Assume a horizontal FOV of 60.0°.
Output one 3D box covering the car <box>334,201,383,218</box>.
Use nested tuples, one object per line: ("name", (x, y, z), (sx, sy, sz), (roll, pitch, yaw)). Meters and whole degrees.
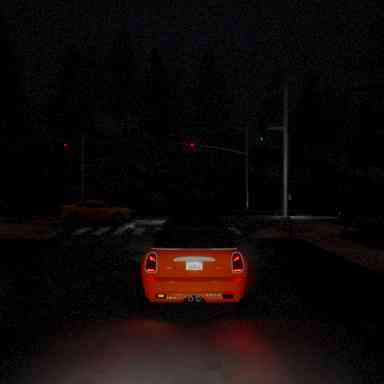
("car", (14.342, 1.438, 27.357), (4.718, 1.301, 1.895), (0, 0, 0))

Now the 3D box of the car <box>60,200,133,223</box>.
("car", (-6.667, 1.342, 23.586), (5.008, 1.535, 1.882), (1, 0, 0))

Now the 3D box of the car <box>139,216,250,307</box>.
("car", (0.050, 1.352, 8.115), (2.097, 1.767, 4.553), (0, 0, 0))
